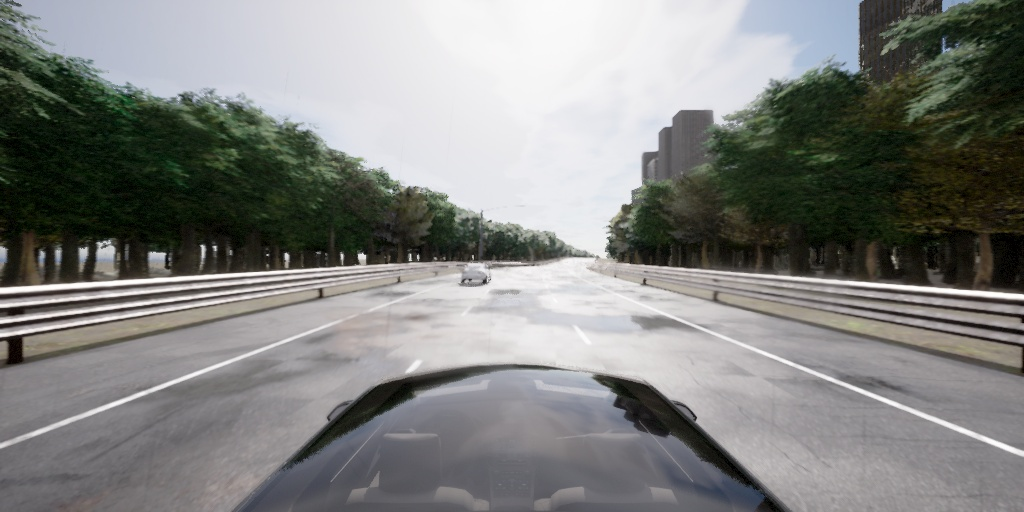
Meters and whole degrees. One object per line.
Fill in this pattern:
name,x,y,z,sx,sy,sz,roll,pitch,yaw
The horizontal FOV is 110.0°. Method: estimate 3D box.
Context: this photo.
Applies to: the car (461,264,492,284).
car,-2.646,1.293,27.206,1.812,1.442,4.674,0,0,3
